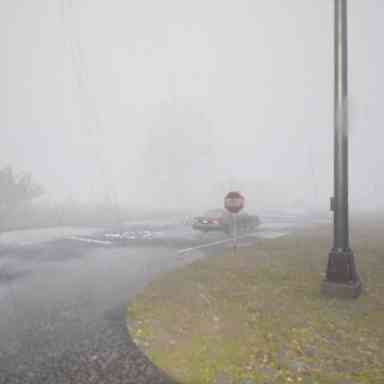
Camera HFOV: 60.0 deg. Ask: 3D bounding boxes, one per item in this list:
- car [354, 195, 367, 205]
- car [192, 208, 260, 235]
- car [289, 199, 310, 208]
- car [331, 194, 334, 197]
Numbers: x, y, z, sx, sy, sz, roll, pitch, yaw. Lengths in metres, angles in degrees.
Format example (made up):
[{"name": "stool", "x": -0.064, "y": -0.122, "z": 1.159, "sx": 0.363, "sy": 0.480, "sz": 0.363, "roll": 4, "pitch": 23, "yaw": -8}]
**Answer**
[{"name": "car", "x": 33.357, "y": 1.744, "z": 65.998, "sx": 1.994, "sy": 1.385, "sz": 4.181, "roll": 0, "pitch": 0, "yaw": 29}, {"name": "car", "x": 2.148, "y": 1.631, "z": 19.592, "sx": 2.033, "sy": 1.411, "sz": 5.357, "roll": 0, "pitch": 0, "yaw": 36}, {"name": "car", "x": 16.863, "y": 1.765, "z": 51.965, "sx": 1.895, "sy": 1.301, "sz": 4.718, "roll": 0, "pitch": 0, "yaw": 36}, {"name": "car", "x": 31.723, "y": 1.419, "z": 72.570, "sx": 2.150, "sy": 2.045, "sz": 5.566, "roll": 0, "pitch": 0, "yaw": 36}]
